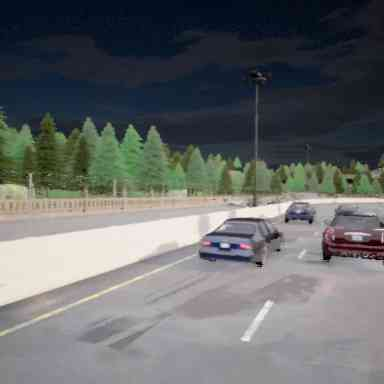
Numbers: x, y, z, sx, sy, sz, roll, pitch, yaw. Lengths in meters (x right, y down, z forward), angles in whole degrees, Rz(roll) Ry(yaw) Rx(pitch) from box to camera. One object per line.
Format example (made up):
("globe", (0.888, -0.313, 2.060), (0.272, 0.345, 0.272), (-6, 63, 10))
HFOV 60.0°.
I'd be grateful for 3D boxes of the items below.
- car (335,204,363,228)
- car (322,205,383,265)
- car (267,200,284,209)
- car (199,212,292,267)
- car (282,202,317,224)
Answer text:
("car", (12.290, 1.776, 26.094), (1.837, 1.490, 4.892), (1, 0, 25))
("car", (6.065, 1.481, 12.329), (2.097, 1.767, 4.553), (1, 0, 25))
("car", (14.080, 2.016, 55.772), (1.895, 1.301, 4.718), (1, 0, 25))
("car", (2.003, 1.620, 11.899), (2.033, 1.411, 5.357), (1, 0, 25))
("car", (9.058, 1.583, 27.436), (2.097, 1.767, 4.553), (1, 0, 25))
